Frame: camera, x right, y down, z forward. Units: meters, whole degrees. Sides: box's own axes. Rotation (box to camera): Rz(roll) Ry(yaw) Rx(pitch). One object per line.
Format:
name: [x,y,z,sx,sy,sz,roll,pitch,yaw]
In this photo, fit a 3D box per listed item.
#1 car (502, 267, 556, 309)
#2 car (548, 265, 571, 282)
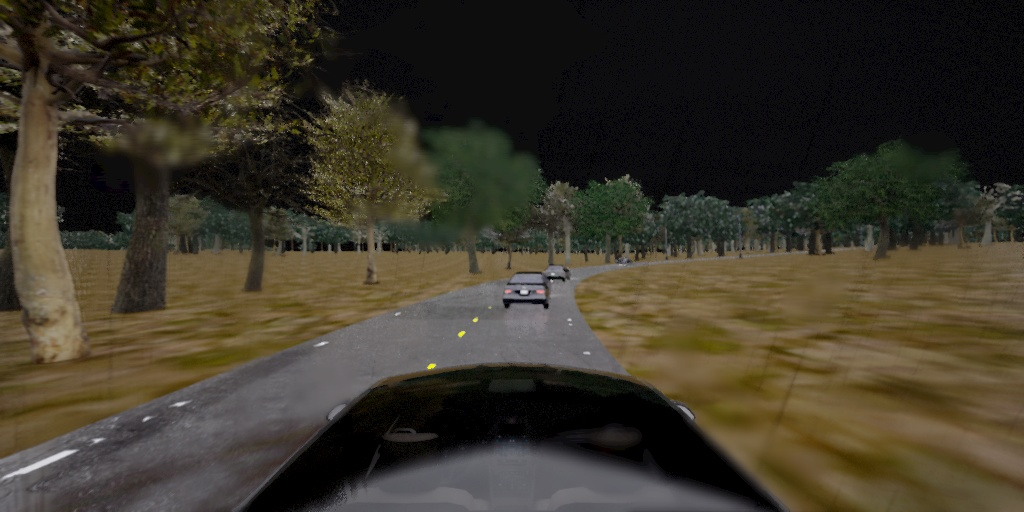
car: [0.762,1.368,15.557,2.033,1.411,5.357,0,0,7]
car: [3.810,1.412,30.328,1.994,1.385,4.181,0,0,16]
